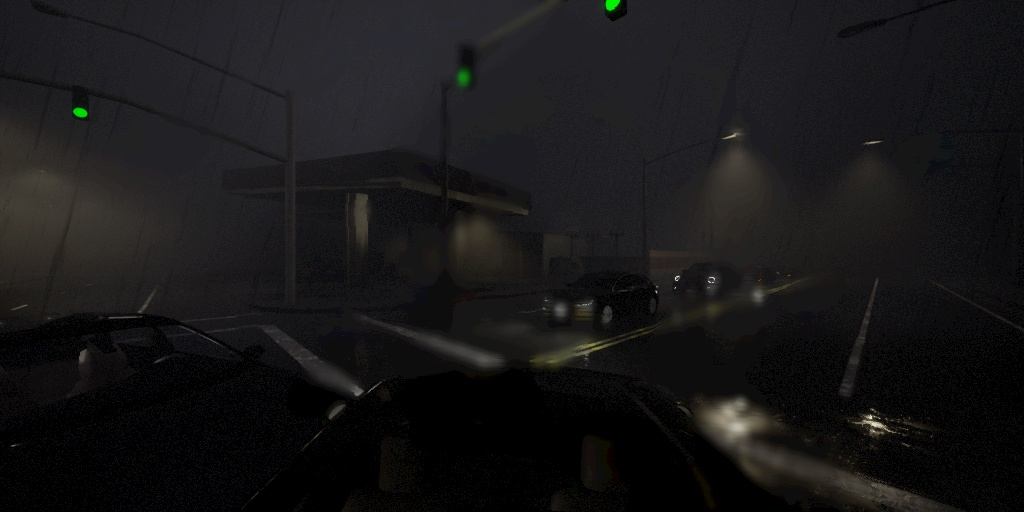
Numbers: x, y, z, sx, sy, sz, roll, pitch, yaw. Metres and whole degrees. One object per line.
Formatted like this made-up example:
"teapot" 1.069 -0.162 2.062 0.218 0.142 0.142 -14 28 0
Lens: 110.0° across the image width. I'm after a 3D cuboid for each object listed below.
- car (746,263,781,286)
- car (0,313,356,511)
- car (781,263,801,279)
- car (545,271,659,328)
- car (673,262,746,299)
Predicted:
"car" 17.056 1.314 25.138 4.181 1.385 1.994 0 0 -45
"car" -3.379 1.242 2.693 4.902 1.511 2.128 0 0 16
"car" 24.304 1.314 32.075 4.181 1.385 1.994 0 0 -44
"car" 3.069 1.255 11.608 4.892 1.490 1.837 0 0 -44
"car" 10.018 1.102 18.341 4.553 1.767 2.097 0 0 -44
